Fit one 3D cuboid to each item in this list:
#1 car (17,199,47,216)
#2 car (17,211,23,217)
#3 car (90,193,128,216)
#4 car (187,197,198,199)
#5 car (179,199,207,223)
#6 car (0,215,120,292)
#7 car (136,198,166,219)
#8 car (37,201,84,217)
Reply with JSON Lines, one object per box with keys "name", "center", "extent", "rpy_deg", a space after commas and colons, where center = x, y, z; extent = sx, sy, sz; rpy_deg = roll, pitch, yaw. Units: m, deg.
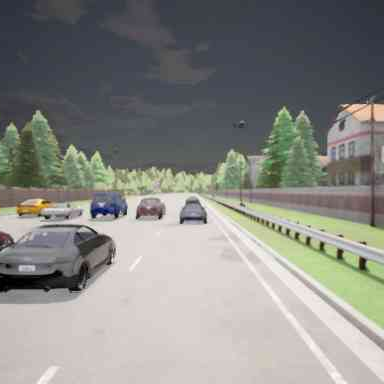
{"name": "car", "center": [-13.900, 1.383, 30.171], "extent": [1.882, 1.535, 5.008], "rpy_deg": [0, 0, 0]}
{"name": "car", "center": [-6.914, 1.496, 9.324], "extent": [1.812, 1.442, 4.674], "rpy_deg": [0, 0, 0]}
{"name": "car", "center": [-6.900, 1.133, 28.041], "extent": [2.150, 2.045, 5.566], "rpy_deg": [0, 0, 0]}
{"name": "car", "center": [0.100, 1.372, 42.184], "extent": [1.837, 1.490, 4.892], "rpy_deg": [0, 0, 0]}
{"name": "car", "center": [0.100, 1.486, 24.681], "extent": [1.994, 1.385, 4.181], "rpy_deg": [0, 0, 0]}
{"name": "car", "center": [-3.400, 1.536, 8.863], "extent": [1.994, 1.385, 4.181], "rpy_deg": [0, 0, 0]}
{"name": "car", "center": [-3.402, 1.263, 28.238], "extent": [2.097, 1.767, 4.553], "rpy_deg": [0, 0, 0]}
{"name": "car", "center": [-10.401, 1.516, 27.168], "extent": [1.895, 1.301, 4.718], "rpy_deg": [0, 0, 0]}
